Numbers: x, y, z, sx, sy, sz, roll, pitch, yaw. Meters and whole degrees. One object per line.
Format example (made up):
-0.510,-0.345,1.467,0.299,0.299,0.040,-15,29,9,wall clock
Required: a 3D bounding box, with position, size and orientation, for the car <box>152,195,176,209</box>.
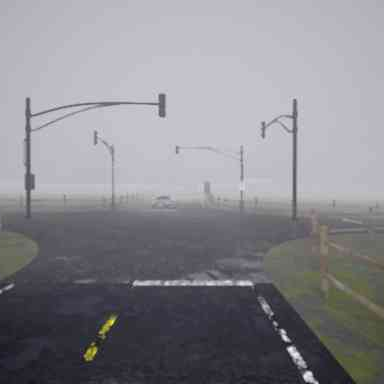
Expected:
-2.954,1.054,35.654,1.812,1.442,4.674,1,2,7,car
